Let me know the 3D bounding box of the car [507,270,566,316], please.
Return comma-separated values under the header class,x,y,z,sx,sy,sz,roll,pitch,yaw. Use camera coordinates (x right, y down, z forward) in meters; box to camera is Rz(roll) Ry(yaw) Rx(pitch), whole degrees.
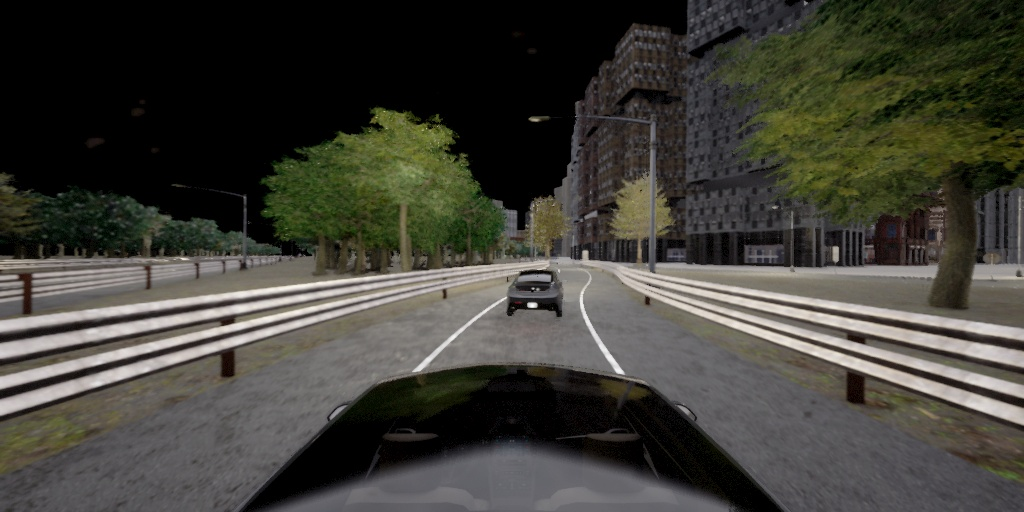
class,x,y,z,sx,sy,sz,roll,pitch,yaw
car,0.983,1.261,13.415,1.837,1.490,4.892,0,0,9
